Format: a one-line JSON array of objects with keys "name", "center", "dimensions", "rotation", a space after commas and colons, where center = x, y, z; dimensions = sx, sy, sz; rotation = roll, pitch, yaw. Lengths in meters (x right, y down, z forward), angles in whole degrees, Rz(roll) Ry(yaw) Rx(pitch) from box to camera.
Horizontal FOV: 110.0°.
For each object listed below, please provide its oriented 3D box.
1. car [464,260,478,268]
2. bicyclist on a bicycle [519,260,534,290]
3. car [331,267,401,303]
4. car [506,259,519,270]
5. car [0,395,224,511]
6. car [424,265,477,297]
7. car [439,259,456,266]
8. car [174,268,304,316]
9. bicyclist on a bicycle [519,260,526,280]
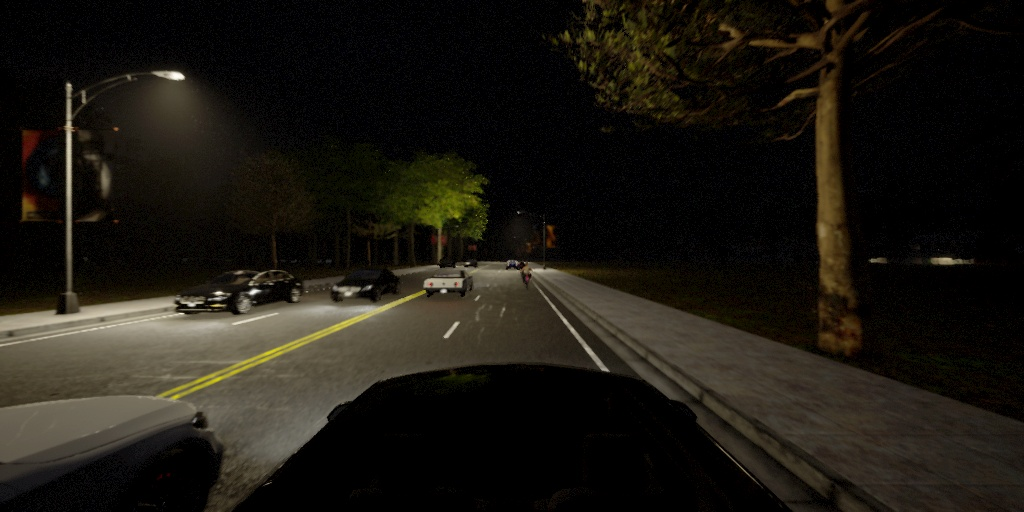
[{"name": "car", "center": [-6.551, 1.298, 57.904], "dimensions": [2.033, 1.411, 5.357], "rotation": [0, 0, 1]}, {"name": "bicyclist on a bicycle", "center": [0.907, 1.180, 21.480], "dimensions": [0.866, 1.612, 1.509], "rotation": [0, 0, 0]}, {"name": "car", "center": [-6.600, 1.269, 16.776], "dimensions": [1.812, 1.442, 4.674], "rotation": [0, 0, 0]}, {"name": "car", "center": [0.076, 1.350, 52.918], "dimensions": [1.895, 1.301, 4.718], "rotation": [0, 0, 0]}, {"name": "car", "center": [-3.149, 1.276, 0.805], "dimensions": [1.812, 1.442, 4.674], "rotation": [0, 0, 0]}, {"name": "car", "center": [-3.158, 1.344, 18.806], "dimensions": [1.895, 1.301, 4.718], "rotation": [0, 0, 0]}, {"name": "car", "center": [-9.815, 1.226, 54.963], "dimensions": [1.882, 1.535, 5.008], "rotation": [0, 0, 0]}, {"name": "car", "center": [-9.850, 1.248, 13.452], "dimensions": [1.837, 1.490, 4.892], "rotation": [0, 0, 0]}, {"name": "bicyclist on a bicycle", "center": [0.891, 1.198, 31.250], "dimensions": [0.582, 1.620, 1.656], "rotation": [0, 0, 0]}]
